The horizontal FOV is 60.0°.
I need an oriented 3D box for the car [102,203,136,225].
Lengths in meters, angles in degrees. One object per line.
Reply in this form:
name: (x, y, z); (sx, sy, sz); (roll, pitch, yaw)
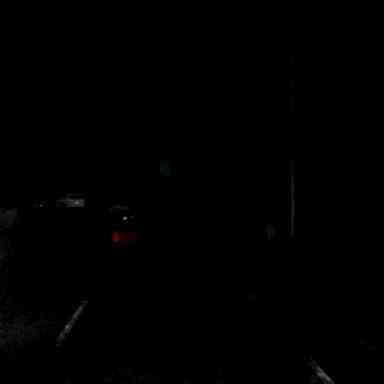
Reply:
car: (-5.289, 1.533, 24.006); (1.812, 1.442, 4.674); (0, 0, -23)

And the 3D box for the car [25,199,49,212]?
car: (-17.872, 1.508, 37.907); (2.033, 1.411, 5.357); (1, 0, -39)

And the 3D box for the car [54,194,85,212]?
car: (-14.518, 1.216, 39.332); (2.150, 2.045, 5.566); (1, 0, -38)

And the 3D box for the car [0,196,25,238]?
car: (-9.221, 1.221, 14.483); (2.150, 2.045, 5.566); (0, 0, -15)
